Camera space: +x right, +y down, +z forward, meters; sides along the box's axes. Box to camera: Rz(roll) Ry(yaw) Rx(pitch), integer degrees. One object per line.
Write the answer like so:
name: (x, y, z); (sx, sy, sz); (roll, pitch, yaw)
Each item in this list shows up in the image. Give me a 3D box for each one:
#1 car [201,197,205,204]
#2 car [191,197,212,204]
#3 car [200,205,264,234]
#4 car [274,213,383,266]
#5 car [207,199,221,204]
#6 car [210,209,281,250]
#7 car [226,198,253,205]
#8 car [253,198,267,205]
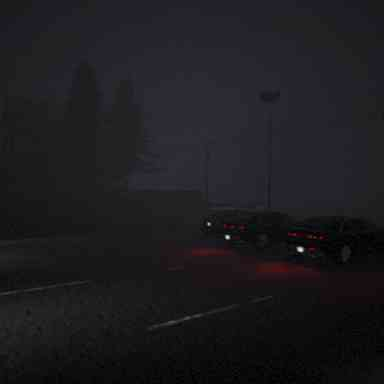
car: (-0.286, 1.810, 53.225); (1.895, 1.301, 4.718); (0, 0, -36)
car: (2.099, 1.831, 73.926); (2.128, 1.511, 4.902); (0, 0, -36)
car: (2.523, 1.651, 18.464); (4.181, 1.385, 1.994); (1, 0, -36)
car: (5.399, 1.582, 11.915); (4.892, 1.490, 1.837); (1, 0, -36)
car: (2.682, 1.834, 55.104); (1.895, 1.301, 4.718); (0, 0, -36)
car: (3.407, 1.582, 14.793); (4.892, 1.490, 1.837); (1, 0, -36)
car: (8.067, 1.787, 59.642); (1.837, 1.490, 4.892); (0, 0, -35)
car: (11.285, 1.854, 61.194); (2.033, 1.411, 5.357); (0, 0, -35)
